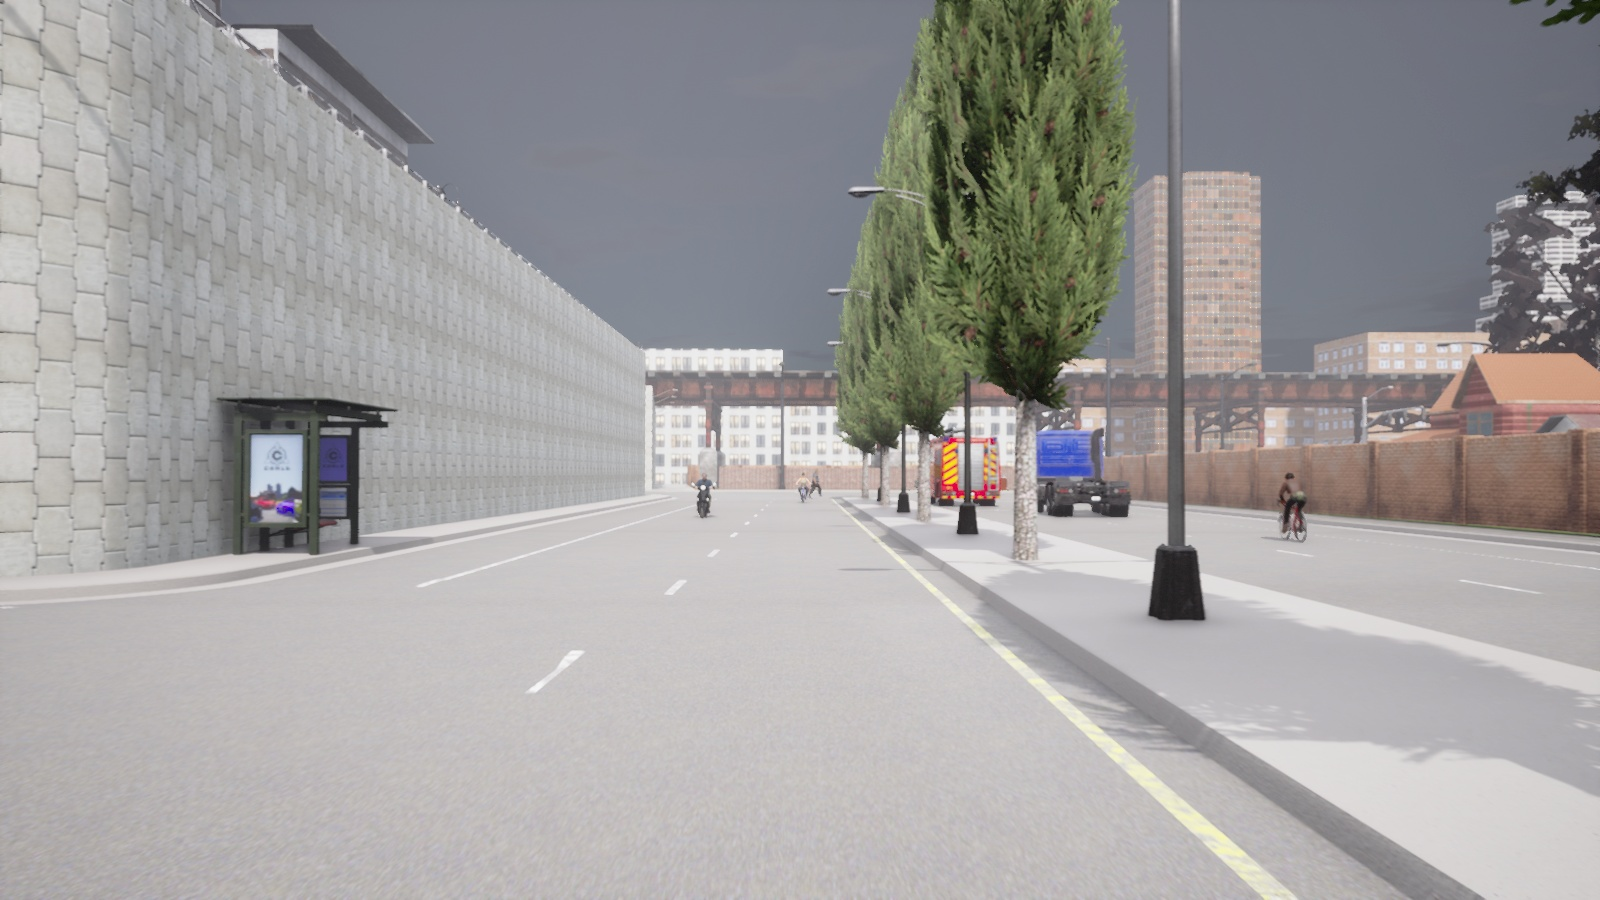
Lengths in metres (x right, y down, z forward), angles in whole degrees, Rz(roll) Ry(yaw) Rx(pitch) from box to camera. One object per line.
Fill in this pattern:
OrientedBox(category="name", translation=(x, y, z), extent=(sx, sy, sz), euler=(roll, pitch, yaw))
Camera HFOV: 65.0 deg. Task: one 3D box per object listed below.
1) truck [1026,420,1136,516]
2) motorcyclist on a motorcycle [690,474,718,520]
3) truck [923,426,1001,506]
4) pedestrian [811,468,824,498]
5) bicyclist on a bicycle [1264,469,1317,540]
OrientedBox(category="truck", translation=(10.862, 0.719, 49.391), extent=(2.891, 3.462, 7.936), euler=(0, -1, 3))
OrientedBox(category="motorcyclist on a motorcycle", translation=(-3.379, 1.634, 44.316), extent=(0.866, 1.590, 1.817), euler=(0, -1, 0))
OrientedBox(category="truck", translation=(8.163, 0.836, 64.436), extent=(2.891, 3.827, 8.468), euler=(0, -1, 0))
OrientedBox(category="pedestrian", translation=(1.050, 2.025, 77.168), extent=(0.694, 1.848, 0.540), euler=(0, -1, -12))
OrientedBox(category="bicyclist on a bicycle", translation=(11.585, 1.276, 29.682), extent=(0.582, 1.620, 1.656), euler=(0, -1, 0))
